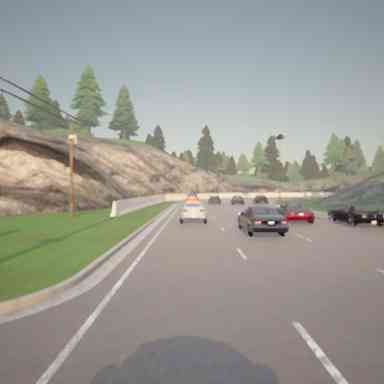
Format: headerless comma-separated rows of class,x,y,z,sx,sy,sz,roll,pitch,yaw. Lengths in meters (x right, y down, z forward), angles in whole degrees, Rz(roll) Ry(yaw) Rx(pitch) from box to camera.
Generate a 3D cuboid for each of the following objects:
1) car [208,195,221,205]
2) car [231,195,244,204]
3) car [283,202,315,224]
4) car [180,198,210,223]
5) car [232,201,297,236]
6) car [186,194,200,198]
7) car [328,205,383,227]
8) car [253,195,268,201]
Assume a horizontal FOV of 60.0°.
car,3.538,1.166,52.225,2.128,1.511,4.902,0,0,2
car,7.041,1.228,51.390,2.033,1.411,5.357,0,0,3
car,7.103,1.416,23.632,1.994,1.385,4.181,0,0,0
car,0.091,1.375,24.137,1.812,1.442,4.674,0,0,0
car,3.604,1.437,17.652,2.033,1.411,5.357,0,0,0
car,0.096,1.021,52.951,2.097,1.767,4.553,0,0,3
car,10.604,1.466,21.566,1.895,1.301,4.718,0,0,0
car,10.529,1.187,51.230,1.837,1.490,4.892,0,1,2
